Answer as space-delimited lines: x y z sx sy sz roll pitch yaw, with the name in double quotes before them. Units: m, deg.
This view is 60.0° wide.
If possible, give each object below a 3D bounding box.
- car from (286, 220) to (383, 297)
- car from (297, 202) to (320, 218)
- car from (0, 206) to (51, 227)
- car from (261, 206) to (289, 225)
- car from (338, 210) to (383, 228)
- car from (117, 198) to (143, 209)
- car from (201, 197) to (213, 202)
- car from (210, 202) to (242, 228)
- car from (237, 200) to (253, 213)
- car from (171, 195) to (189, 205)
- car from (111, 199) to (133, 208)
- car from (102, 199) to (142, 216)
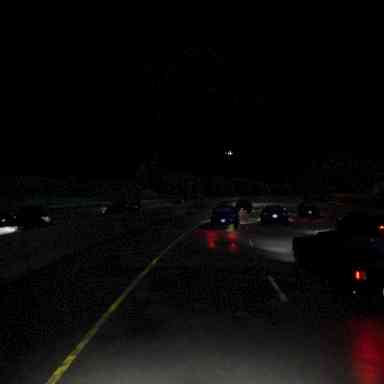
"car" 4.008 1.662 8.661 1.895 1.301 4.718 0 0 4
"car" 11.666 1.754 33.489 1.812 1.442 4.674 0 0 14
"car" -11.986 1.689 23.721 1.994 1.385 4.181 0 0 9
"car" 6.371 1.736 25.893 1.994 1.385 4.181 0 0 11
"car" 8.230 1.617 15.639 1.837 1.490 4.892 0 0 7
"car" -9.388 1.775 50.888 1.882 1.535 5.008 0 0 15
"car" 3.216 1.795 71.428 2.128 1.511 4.902 0 0 14
"car" 2.362 1.675 23.510 1.812 1.442 4.674 0 0 10
"car" 6.388 1.771 41.176 1.837 1.490 4.892 0 0 14
"car" -2.277 1.632 64.198 2.150 2.045 5.566 0 0 15
"car" -11.704 1.887 55.831 1.994 1.385 4.181 0 0 15
"car" -6.797 1.736 32.448 2.033 1.411 5.357 0 0 12
